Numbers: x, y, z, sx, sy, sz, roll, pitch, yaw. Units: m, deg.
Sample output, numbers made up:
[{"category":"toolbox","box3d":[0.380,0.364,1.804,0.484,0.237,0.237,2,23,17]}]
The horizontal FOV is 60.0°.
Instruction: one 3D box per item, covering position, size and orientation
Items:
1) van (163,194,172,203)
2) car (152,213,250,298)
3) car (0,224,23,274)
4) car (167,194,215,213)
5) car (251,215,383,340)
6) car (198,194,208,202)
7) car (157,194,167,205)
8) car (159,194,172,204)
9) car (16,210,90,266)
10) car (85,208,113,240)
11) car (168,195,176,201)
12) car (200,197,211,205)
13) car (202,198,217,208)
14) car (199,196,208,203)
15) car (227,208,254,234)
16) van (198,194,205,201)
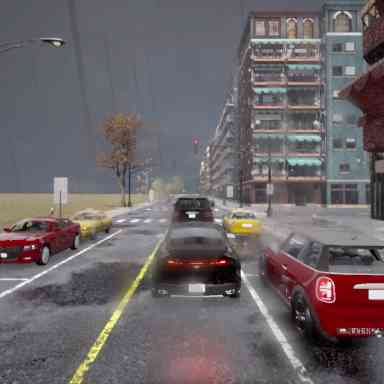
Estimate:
[{"category":"van","box3d":[-5.356,1.362,72.284,1.690,1.788,3.998,1,0,0]},{"category":"car","box3d":[0.093,1.507,8.491,1.837,1.490,4.892,0,0,0]},{"category":"car","box3d":[-5.311,1.552,6.116,2.008,1.369,4.403,1,0,0]},{"category":"car","box3d":[0.068,1.226,18.345,2.150,2.045,5.566,0,0,1]},{"category":"car","box3d":[2.571,1.442,6.532,1.967,1.590,4.097,1,0,0]},{"category":"car","box3d":[2.520,1.338,78.441,2.192,1.841,5.009,1,0,0]},{"category":"car","box3d":[-5.349,1.457,60.975,1.967,1.590,4.097,1,0,0]},{"category":"car","box3d":[-5.351,1.334,66.630,2.192,1.841,5.009,1,0,0]},{"category":"car","box3d":[-5.315,1.548,11.653,1.887,1.381,4.507,1,0,0]},{"category":"car","box3d":[-5.318,1.530,17.019,1.752,1.417,4.829,1,0,0]},{"category":"car","box3d":[-5.371,1.609,89.246,1.802,1.307,4.206,1,0,0]},{"category":"car","box3d":[2.530,1.599,61.458,1.802,1.307,4.206,1,0,0]},{"category":"car","box3d":[2.538,1.565,50.136,2.008,1.369,4.403,1,0,0]},{"category":"car","box3d":[2.522,1.587,72.780,1.947,1.339,4.313,1,0,0]},{"category":"car","box3d":[2.562,1.530,17.791,1.752,1.417,4.829,1,0,0]},{"category":"van","box3d":[2.512,1.369,89.763,1.690,1.788,3.998,1,0,0]}]
